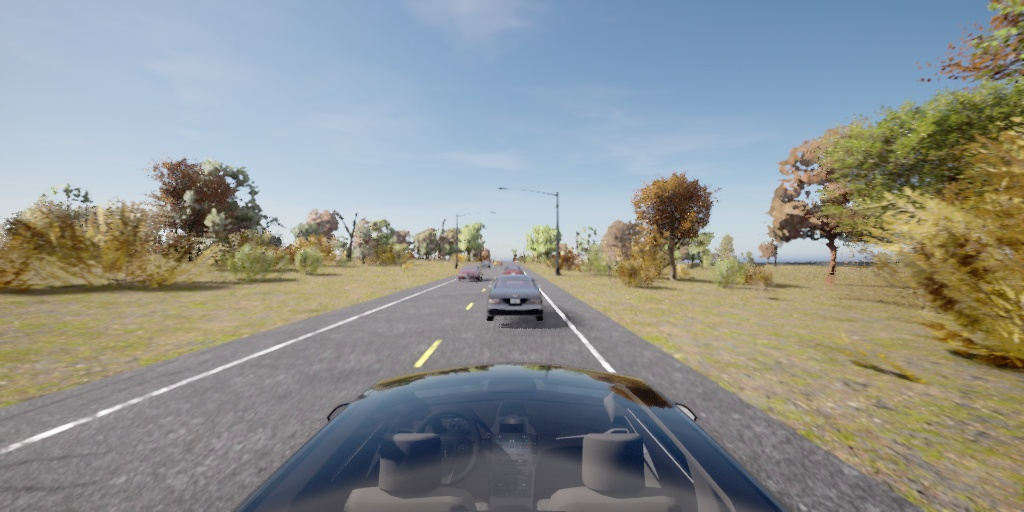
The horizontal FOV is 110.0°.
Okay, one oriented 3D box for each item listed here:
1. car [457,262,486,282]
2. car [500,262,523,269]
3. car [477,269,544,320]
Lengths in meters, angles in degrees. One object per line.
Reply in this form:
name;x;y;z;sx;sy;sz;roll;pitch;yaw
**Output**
car;-3.598;1.478;31.395;1.812;1.442;4.674;0;0;0
car;0.099;1.531;33.541;1.994;1.385;4.181;0;0;0
car;0.095;1.372;12.890;2.033;1.411;5.357;0;0;0
